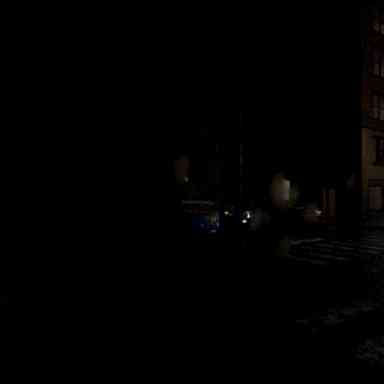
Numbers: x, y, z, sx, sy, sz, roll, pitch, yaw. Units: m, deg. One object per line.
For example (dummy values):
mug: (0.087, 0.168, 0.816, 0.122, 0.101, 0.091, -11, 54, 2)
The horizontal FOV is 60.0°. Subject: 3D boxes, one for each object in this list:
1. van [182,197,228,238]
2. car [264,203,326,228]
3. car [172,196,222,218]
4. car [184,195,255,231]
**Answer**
van: (-0.199, 1.340, 17.478, 1.690, 1.788, 3.998, 0, 0, -35)
car: (6.771, 1.423, 22.388, 1.967, 1.590, 4.097, 0, 0, -35)
car: (0.357, 1.291, 31.533, 2.192, 1.841, 5.009, 0, 0, -35)
car: (1.310, 1.215, 20.167, 2.150, 2.045, 5.566, 0, 0, -33)
